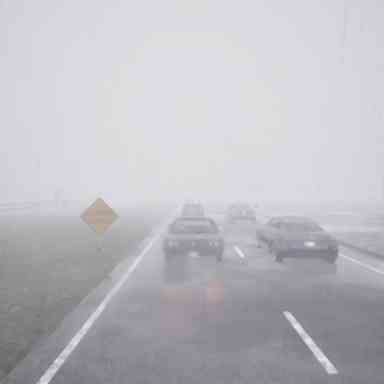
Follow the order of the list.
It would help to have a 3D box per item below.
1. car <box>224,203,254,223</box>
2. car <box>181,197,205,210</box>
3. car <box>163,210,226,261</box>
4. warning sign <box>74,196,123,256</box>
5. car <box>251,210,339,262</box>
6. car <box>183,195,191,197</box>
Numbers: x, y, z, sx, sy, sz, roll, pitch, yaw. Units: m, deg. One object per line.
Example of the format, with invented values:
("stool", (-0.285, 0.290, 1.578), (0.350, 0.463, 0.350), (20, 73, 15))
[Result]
("car", (3.544, 1.492, 24.897), (2.033, 1.411, 5.357), (0, 0, 0))
("car", (0.072, 1.428, 28.582), (2.128, 1.511, 4.902), (0, 0, 0))
("car", (0.062, 1.574, 12.163), (1.895, 1.301, 4.718), (0, 0, 0))
("warning sign", (-3.046, 1.091, 10.986), (1.300, 1.860, 1.060), (0, 0, 0))
("car", (3.559, 1.535, 11.961), (1.994, 1.385, 4.181), (0, 0, 1))
("car", (-1.231, 1.371, 80.995), (1.812, 1.442, 4.674), (0, 0, 0))
